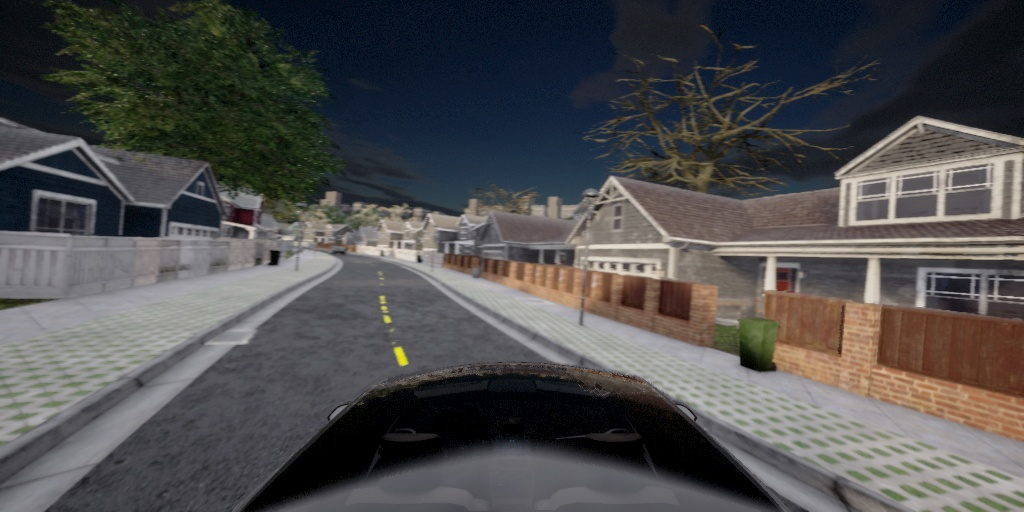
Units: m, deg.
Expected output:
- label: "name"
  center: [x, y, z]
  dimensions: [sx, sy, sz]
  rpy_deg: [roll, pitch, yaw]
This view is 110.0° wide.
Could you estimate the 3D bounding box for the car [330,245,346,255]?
- label: "car"
  center: [-27.709, -0.929, 57.148]
  dimensions: [1.837, 1.490, 4.892]
  rpy_deg: [5, 0, -34]
